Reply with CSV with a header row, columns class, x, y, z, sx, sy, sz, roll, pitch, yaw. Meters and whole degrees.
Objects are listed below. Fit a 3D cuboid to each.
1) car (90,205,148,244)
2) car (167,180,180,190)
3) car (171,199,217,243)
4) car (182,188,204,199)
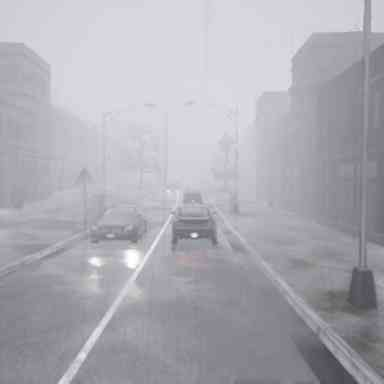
class,x,y,z,sx,sy,sz,roll,pitch,yaw
car,-3.108,1.334,14.965,1.812,1.442,4.674,0,2,0
car,-3.081,-1.149,55.565,1.837,1.490,4.892,0,4,0
car,0.091,1.310,15.092,1.837,1.490,4.892,0,2,0
car,0.086,0.380,32.863,1.837,1.490,4.892,0,4,0
